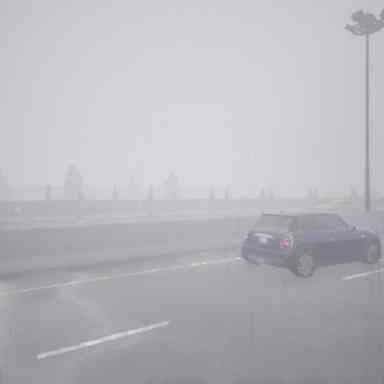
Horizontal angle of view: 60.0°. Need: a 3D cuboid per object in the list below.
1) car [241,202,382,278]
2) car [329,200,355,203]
[{"bbox_3d":[3.782,1.352,10.288,4.553,1.767,2.097,0,0,-31],"label":"car"},{"bbox_3d":[13.511,1.478,30.896,5.008,1.535,1.882,0,0,-21],"label":"car"}]
